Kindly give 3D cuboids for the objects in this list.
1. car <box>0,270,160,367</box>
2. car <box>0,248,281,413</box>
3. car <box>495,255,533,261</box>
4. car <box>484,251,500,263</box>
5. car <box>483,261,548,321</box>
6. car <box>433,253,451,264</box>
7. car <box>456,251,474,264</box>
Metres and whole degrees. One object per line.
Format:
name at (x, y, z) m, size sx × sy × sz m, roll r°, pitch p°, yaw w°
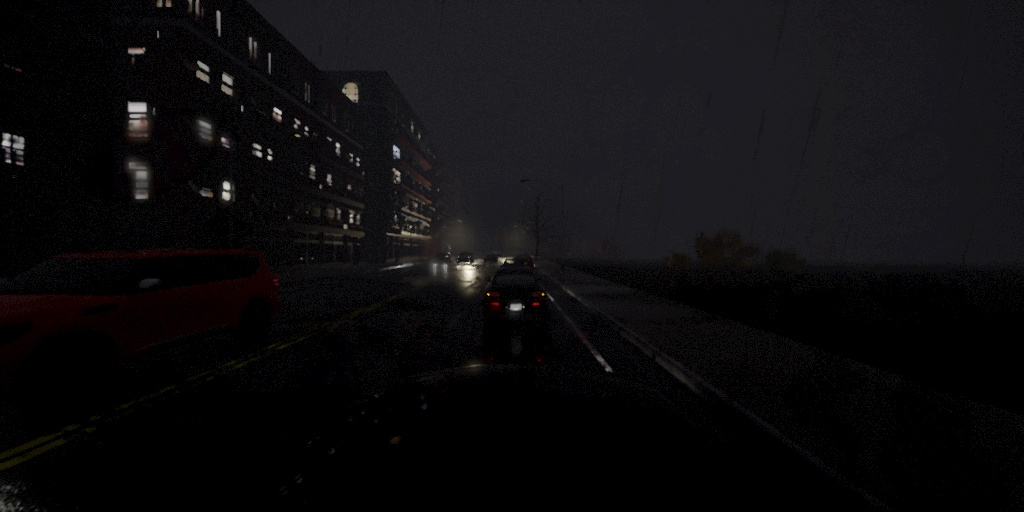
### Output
car at (-9.850, 1.147, 6.485) m, size 2.128 × 1.511 × 4.902 m, roll 0°, pitch 1°, yaw 0°
car at (-6.601, 0.881, 6.265) m, size 2.150 × 2.045 × 5.566 m, roll 0°, pitch 1°, yaw 0°
car at (0.102, 0.866, 24.294) m, size 1.994 × 1.385 × 4.181 m, roll 0°, pitch 1°, yaw -1°
car at (-3.222, 0.259, 54.736) m, size 1.994 × 1.385 × 4.181 m, roll 0°, pitch 1°, yaw -1°
car at (0.088, 1.082, 11.465) m, size 1.812 × 1.442 × 4.674 m, roll 0°, pitch 1°, yaw 0°
car at (-9.822, 0.279, 50.877) m, size 1.837 × 1.490 × 4.892 m, roll 0°, pitch 1°, yaw 0°
car at (-6.573, 0.126, 50.783) m, size 2.097 × 1.767 × 4.553 m, roll 0°, pitch 1°, yaw 0°
